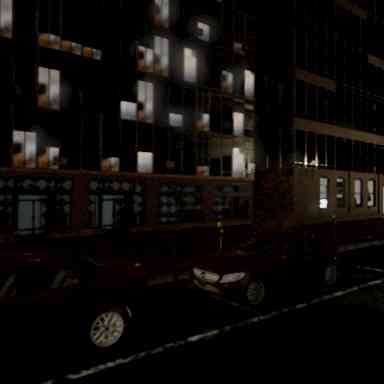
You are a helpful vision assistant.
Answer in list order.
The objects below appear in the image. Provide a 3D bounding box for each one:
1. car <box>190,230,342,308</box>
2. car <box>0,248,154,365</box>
[{"bbox_3d":[1.914,1.609,7.925,4.206,1.307,1.802,0,0,-36],"label":"car"},{"bbox_3d":[-2.721,1.546,4.617,4.507,1.381,1.887,0,0,-36],"label":"car"}]
